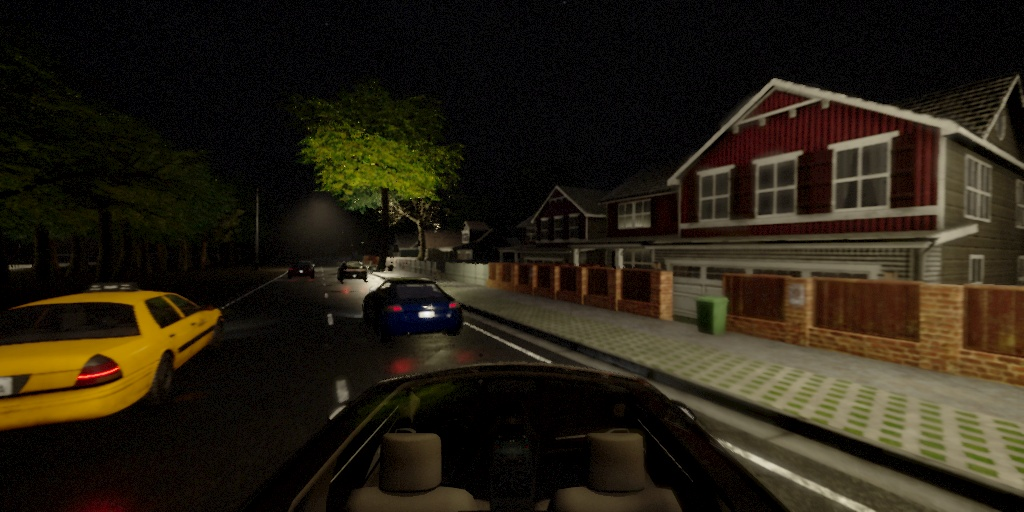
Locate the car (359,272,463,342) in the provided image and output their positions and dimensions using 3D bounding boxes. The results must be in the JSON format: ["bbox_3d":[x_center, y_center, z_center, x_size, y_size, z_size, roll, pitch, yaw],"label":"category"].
[{"bbox_3d":[-2.882,1.293,9.927,1.994,1.385,4.181,0,0,-28],"label":"car"}]

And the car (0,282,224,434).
[{"bbox_3d":[-5.985,1.171,5.503,1.801,1.575,5.366,0,0,-28],"label":"car"}]

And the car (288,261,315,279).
[{"bbox_3d":[-18.262,1.224,31.196,1.994,1.385,4.181,0,0,-29],"label":"car"}]

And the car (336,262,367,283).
[{"bbox_3d":[-12.142,1.182,27.215,2.128,1.511,4.902,0,0,-28],"label":"car"}]
